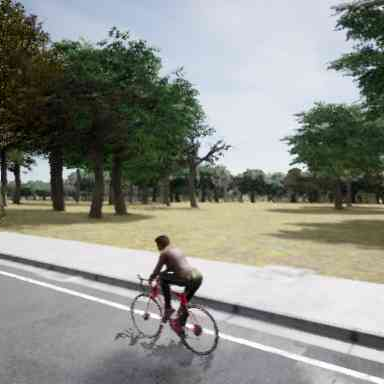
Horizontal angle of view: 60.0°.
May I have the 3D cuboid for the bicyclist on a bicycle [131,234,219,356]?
[{"bbox_3d":[-0.317,1.461,4.889,1.656,1.620,0.582,-1,0,36],"label":"bicyclist on a bicycle"}]
